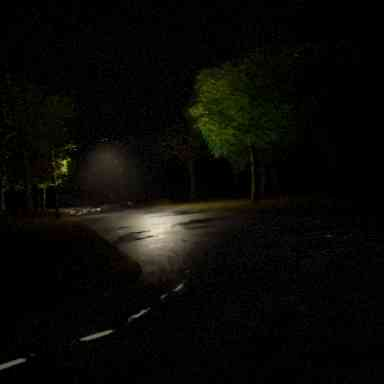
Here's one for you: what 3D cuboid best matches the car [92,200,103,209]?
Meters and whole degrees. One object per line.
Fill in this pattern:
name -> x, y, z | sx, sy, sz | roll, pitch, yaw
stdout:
car -> -22.346, 3.196, 77.515 | 2.033, 1.411, 5.357 | -5, 1, -16

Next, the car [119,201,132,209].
car -> -13.455, 2.516, 67.113 | 2.128, 1.511, 4.902 | -5, 1, -22
